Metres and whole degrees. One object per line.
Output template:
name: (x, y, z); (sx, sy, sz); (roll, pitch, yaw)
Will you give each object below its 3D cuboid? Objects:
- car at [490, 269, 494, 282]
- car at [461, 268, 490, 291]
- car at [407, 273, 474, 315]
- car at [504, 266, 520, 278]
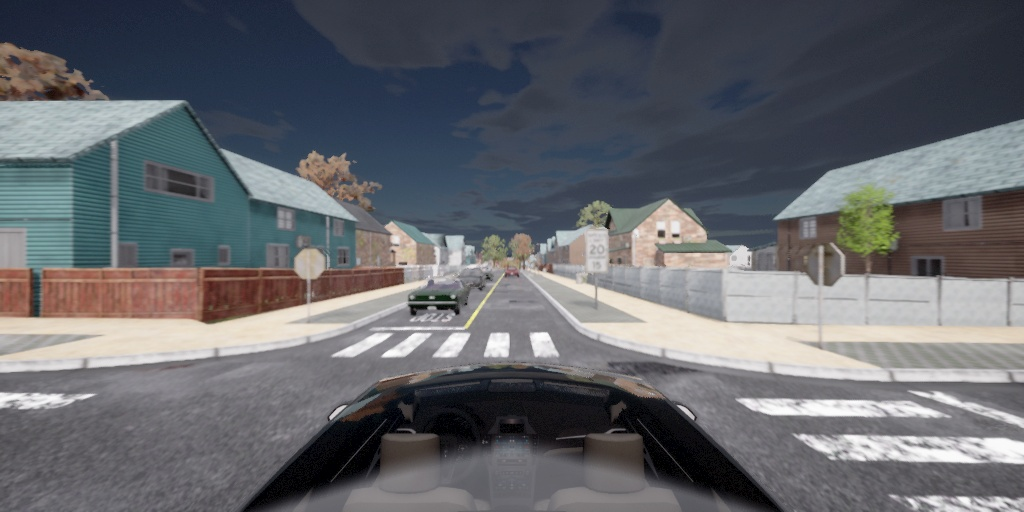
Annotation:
car: (-2.846, 1.916, 36.381); (1.895, 1.301, 4.718); (0, -1, 0)
car: (-2.852, 1.622, 25.450); (1.837, 1.490, 4.892); (0, -1, 0)
car: (-2.822, 1.547, 14.671); (1.895, 1.301, 4.718); (0, -1, -1)
car: (-0.005, 2.026, 46.162); (1.812, 1.442, 4.674); (0, -1, 0)
